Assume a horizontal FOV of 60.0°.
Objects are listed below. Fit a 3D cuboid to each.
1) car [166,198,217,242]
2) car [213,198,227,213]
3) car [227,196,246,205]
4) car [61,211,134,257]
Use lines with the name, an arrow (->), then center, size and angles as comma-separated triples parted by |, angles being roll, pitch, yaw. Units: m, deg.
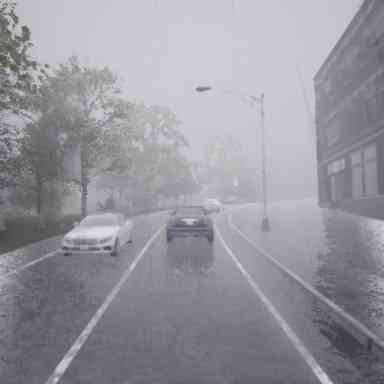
car -> -0.083, 1.334, 16.367 | 2.097, 1.767, 4.553 | 0, 0, 0
car -> 2.134, 1.398, 34.501 | 1.812, 1.442, 4.674 | -2, 0, 14
car -> 6.917, 1.396, 53.982 | 2.033, 1.411, 5.357 | -4, -1, 33
car -> -3.474, 1.522, 13.051 | 1.812, 1.442, 4.674 | 0, 0, 0
